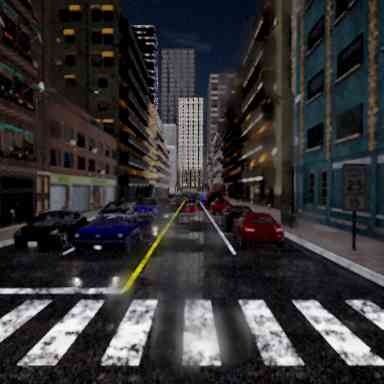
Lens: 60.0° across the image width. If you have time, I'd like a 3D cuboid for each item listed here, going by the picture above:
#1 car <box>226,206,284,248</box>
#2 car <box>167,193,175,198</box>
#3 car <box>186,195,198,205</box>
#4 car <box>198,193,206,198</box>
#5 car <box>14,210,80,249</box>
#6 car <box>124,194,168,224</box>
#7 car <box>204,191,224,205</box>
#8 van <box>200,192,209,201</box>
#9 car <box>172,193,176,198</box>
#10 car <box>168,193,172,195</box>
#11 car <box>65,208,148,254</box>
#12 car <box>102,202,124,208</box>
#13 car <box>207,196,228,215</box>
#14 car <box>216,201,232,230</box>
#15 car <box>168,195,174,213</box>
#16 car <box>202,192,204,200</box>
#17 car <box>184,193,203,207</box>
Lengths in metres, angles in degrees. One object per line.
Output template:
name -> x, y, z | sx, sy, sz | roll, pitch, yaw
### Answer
car -> 2.682, 1.490, 14.040 | 1.802, 1.307, 4.206 | 0, 0, 0
car -> -5.707, 0.994, 91.378 | 1.887, 1.381, 4.507 | 0, 0, 0
car -> -0.006, 1.192, 53.501 | 1.812, 1.442, 4.674 | 0, 0, 0
car -> 2.673, 1.001, 91.366 | 2.008, 1.369, 4.403 | -1, 0, 0
car -> -5.699, 1.474, 14.051 | 1.947, 1.339, 4.313 | 0, 0, 0
car -> -3.099, 1.203, 23.187 | 2.097, 1.767, 4.553 | 0, 0, 0
car -> 3.102, 0.948, 44.635 | 2.150, 2.045, 5.566 | 0, 0, 0
van -> 2.674, 0.916, 69.272 | 1.690, 1.788, 3.998 | -1, 0, 0
car -> -5.706, 1.047, 85.855 | 1.947, 1.339, 4.313 | 0, 0, 0
car -> -5.706, 1.101, 69.115 | 1.752, 1.417, 4.829 | 0, 0, 0
car -> -3.101, 1.515, 13.193 | 1.895, 1.301, 4.718 | 0, 0, 0
car -> -5.700, 1.405, 25.098 | 1.947, 1.339, 4.313 | 0, 0, 0
car -> 2.680, 1.350, 30.610 | 1.887, 1.381, 4.507 | 0, 0, 0
car -> 2.682, 1.439, 19.563 | 1.947, 1.339, 4.313 | 0, 0, 0
car -> -3.093, 1.314, 33.400 | 1.812, 1.442, 4.674 | 0, 0, 0
car -> 3.102, 0.898, 51.635 | 2.150, 2.045, 5.566 | 0, 0, 0
car -> -0.006, 1.213, 44.327 | 2.128, 1.511, 4.902 | 0, 0, 0
